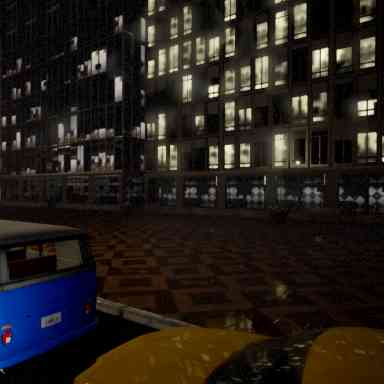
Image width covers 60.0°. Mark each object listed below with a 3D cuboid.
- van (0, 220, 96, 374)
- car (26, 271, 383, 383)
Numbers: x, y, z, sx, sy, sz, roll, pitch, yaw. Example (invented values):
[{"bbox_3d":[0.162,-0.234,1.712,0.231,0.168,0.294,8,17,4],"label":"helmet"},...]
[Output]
[{"bbox_3d":[-3.238,1.341,5.175,3.998,1.788,1.690,0,0,35],"label":"van"},{"bbox_3d":[1.123,1.525,2.066,4.829,1.417,1.752,0,0,35],"label":"car"}]
